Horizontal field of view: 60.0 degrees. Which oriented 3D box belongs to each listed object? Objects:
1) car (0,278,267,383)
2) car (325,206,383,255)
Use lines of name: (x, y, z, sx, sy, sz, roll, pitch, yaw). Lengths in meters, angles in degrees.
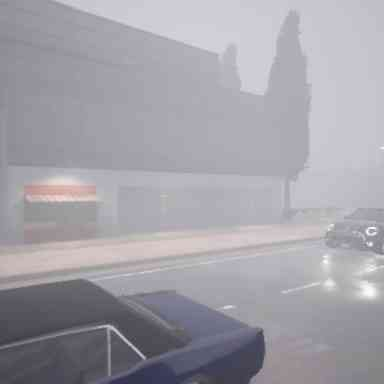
car: (-1.643, 1.601, 2.807, 4.718, 1.301, 1.895, 0, 0, -35)
car: (7.458, 1.387, 13.526, 4.553, 1.767, 2.097, 0, 0, -35)
